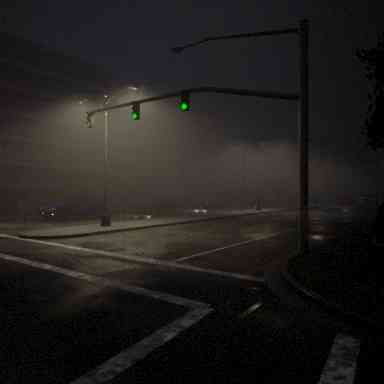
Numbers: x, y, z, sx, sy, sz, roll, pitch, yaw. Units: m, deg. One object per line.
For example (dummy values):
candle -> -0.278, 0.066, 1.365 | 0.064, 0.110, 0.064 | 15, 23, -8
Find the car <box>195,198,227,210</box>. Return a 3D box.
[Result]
car -> 2.631, 1.547, 43.909 | 2.033, 1.411, 5.357 | 0, 0, 36

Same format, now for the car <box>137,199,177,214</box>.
car -> -3.631, 1.478, 35.267 | 1.882, 1.535, 5.008 | 0, 0, 36

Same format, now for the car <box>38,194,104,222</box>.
car -> -9.535, 1.222, 27.117 | 2.150, 2.045, 5.566 | 0, 0, 36

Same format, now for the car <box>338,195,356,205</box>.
car -> 26.656, 1.352, 57.153 | 2.097, 1.767, 4.553 | 0, 0, 36

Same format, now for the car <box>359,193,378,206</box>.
car -> 28.722, 1.221, 54.039 | 2.150, 2.045, 5.566 | 0, 0, 36

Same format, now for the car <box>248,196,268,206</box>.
car -> 10.950, 1.508, 55.264 | 1.837, 1.490, 4.892 | 0, -1, 36
